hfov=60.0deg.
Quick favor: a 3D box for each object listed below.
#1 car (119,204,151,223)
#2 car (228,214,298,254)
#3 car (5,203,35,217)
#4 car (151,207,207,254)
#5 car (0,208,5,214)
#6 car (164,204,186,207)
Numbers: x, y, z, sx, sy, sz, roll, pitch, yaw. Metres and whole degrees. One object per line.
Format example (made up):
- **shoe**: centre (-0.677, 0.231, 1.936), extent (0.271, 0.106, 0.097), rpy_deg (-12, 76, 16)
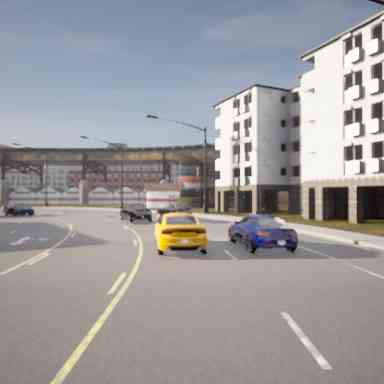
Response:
- **car**: centre (-4.895, 1.801, 28.439), extent (2.128, 1.511, 4.902), rpy_deg (0, -1, -26)
- **car**: centre (2.923, 1.681, 14.326), extent (1.812, 1.442, 4.674), rpy_deg (0, 0, -8)
- **car**: centre (-19.254, 1.947, 36.964), extent (2.033, 1.411, 5.357), rpy_deg (1, -1, -45)
- **car**: centre (-0.615, 1.633, 14.350), extent (1.882, 1.535, 5.008), rpy_deg (0, 0, -8)
- **car**: centre (-21.636, 1.599, 34.398), extent (2.150, 2.045, 5.566), rpy_deg (1, -1, -45)
- **car**: centre (-1.679, 1.816, 29.817), extent (2.128, 1.511, 4.902), rpy_deg (0, -1, -26)
